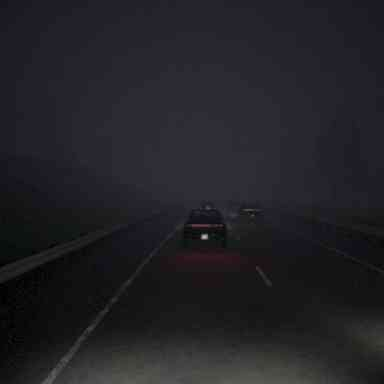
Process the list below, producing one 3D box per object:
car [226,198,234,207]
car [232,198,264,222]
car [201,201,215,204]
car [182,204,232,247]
[{"bbox_3d":[5.641,1.581,44.370,1.882,1.535,5.008,0,0,4],"label":"car"},{"bbox_3d":[4.688,1.558,27.267,2.128,1.511,4.902,0,0,4],"label":"car"},{"bbox_3d":[1.596,1.623,33.925,2.033,1.411,5.357,0,0,3],"label":"car"},{"bbox_3d":[0.603,1.526,15.241,2.128,1.511,4.902,0,0,3],"label":"car"}]
